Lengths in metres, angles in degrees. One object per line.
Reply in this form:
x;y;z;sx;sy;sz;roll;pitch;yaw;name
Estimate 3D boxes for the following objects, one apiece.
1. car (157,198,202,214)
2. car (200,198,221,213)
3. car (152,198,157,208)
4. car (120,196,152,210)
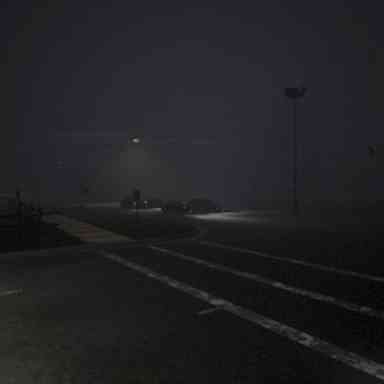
-1.399;1.562;34.479;1.895;1.301;4.718;0;0;-35;car
1.230;1.458;36.825;1.837;1.490;4.892;0;0;-35;car
-5.306;1.517;46.131;1.994;1.385;4.181;0;0;-35;car
-7.585;1.314;43.285;2.097;1.767;4.553;0;0;-35;car
